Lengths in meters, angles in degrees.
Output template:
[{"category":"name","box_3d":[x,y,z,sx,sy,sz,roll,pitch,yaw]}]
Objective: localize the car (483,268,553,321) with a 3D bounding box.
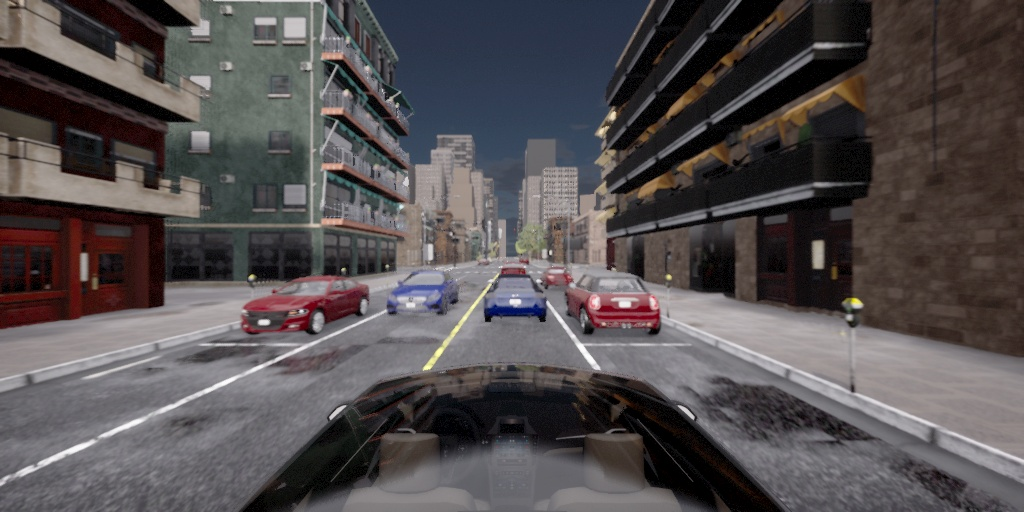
[{"category":"car","box_3d":[0.096,1.290,12.371,1.994,1.385,4.181,0,0,0]}]

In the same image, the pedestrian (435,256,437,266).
[{"category":"pedestrian","box_3d":[-12.522,0.945,58.290,0.375,1.860,0.375,0,1,0]}]

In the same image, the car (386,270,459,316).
[{"category":"car","box_3d":[-3.102,1.250,13.313,1.812,1.442,4.674,0,0,0]}]

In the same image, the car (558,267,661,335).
[{"category":"car","box_3d":[2.688,1.170,10.476,1.967,1.591,4.097,0,0,0]}]

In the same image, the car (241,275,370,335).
[{"category":"car","box_3d":[-5.692,1.275,10.475,1.888,1.381,4.507,0,0,0]}]

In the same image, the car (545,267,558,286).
[{"category":"car","box_3d":[2.686,1.291,21.806,1.802,1.307,4.207,0,0,0]}]

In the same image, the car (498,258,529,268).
[{"category":"car","box_3d":[0.093,1.177,27.925,1.882,1.535,5.008,0,0,0]}]
